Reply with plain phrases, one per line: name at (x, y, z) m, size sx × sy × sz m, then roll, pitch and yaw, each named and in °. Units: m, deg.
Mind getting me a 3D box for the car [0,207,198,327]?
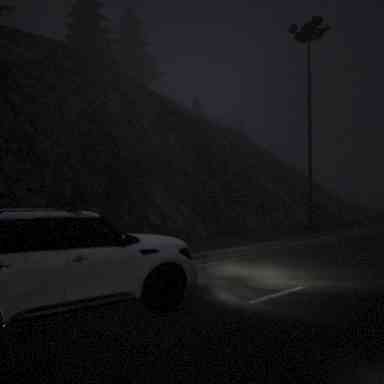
car at (-2.513, 1.302, 6.183) m, size 5.566 × 2.045 × 2.150 m, roll 0°, pitch 0°, yaw -37°
